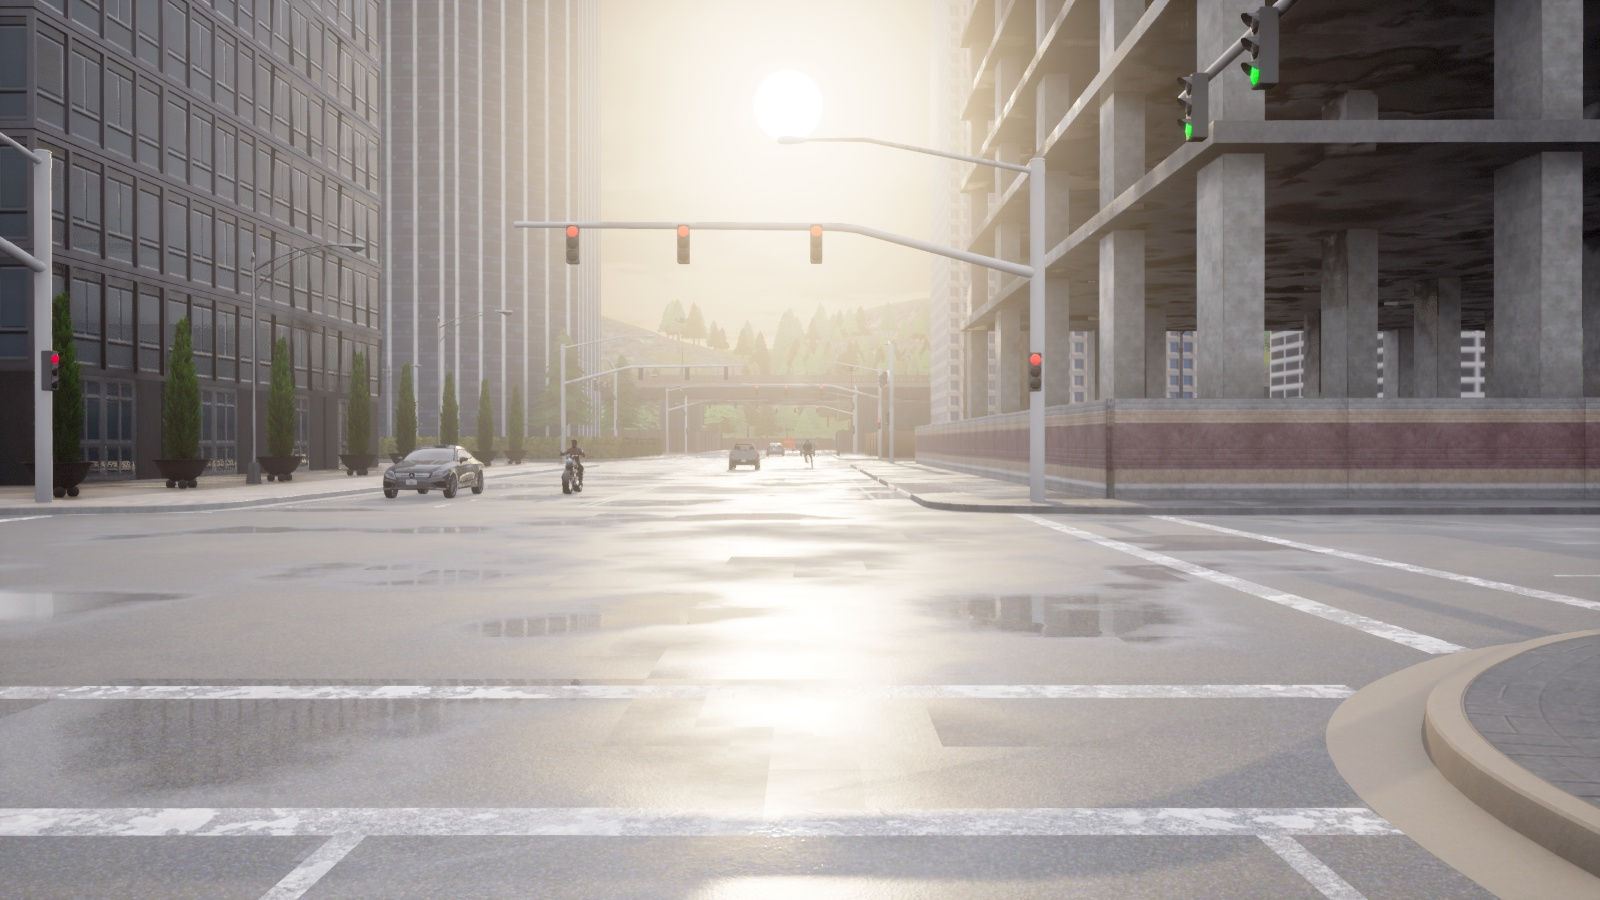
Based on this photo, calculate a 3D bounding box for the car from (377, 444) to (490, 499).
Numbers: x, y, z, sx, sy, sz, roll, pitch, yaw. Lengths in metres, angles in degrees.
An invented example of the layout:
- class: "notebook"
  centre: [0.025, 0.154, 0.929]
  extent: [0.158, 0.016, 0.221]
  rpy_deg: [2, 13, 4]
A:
- class: "car"
  centre: [-10.276, 0.563, 35.566]
  extent: [1.812, 1.442, 4.674]
  rpy_deg: [0, 0, 0]

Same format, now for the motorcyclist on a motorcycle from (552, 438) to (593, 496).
- class: "motorcyclist on a motorcycle"
  centre: [-6.765, 0.480, 37.403]
  extent: [0.766, 1.649, 2.350]
  rpy_deg: [0, 0, 0]

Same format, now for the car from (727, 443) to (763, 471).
- class: "car"
  centre: [-3.071, 0.360, 70.408]
  extent: [1.845, 1.501, 3.633]
  rpy_deg: [0, 0, 0]
